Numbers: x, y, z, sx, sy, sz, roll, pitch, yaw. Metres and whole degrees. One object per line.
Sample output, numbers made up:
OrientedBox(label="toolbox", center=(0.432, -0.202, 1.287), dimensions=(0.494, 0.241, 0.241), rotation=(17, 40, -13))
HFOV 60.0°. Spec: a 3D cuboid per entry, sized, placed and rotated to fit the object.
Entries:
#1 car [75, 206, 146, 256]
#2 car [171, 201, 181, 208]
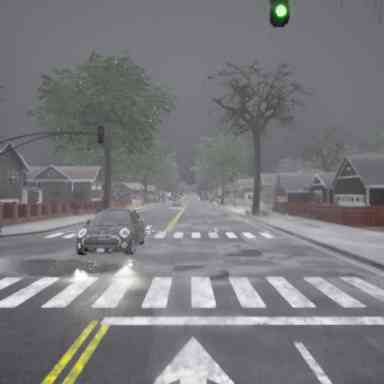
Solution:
OrientedBox(label="car", center=(-3.249, 1.516, 14.086), dimensions=(2.097, 1.767, 4.553), rotation=(0, -1, 0))
OrientedBox(label="car", center=(-3.234, 2.569, 69.244), dimensions=(1.994, 1.385, 4.181), rotation=(0, -1, 0))
